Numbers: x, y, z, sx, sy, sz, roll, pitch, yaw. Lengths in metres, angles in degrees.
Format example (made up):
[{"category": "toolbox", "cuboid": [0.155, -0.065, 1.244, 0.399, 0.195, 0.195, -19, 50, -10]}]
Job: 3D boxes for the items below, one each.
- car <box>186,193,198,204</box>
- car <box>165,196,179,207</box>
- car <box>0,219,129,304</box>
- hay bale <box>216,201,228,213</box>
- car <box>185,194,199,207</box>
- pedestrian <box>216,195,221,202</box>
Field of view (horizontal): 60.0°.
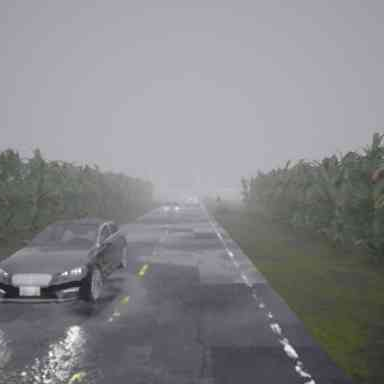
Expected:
[{"category": "car", "cuboid": [0.013, 1.143, 57.641, 2.097, 1.767, 4.553, 0, 0, 1]}, {"category": "car", "cuboid": [-2.821, 1.361, 47.518, 1.812, 1.442, 4.674, 0, 0, 0]}, {"category": "car", "cuboid": [-2.840, 1.469, 8.285, 2.128, 1.511, 4.902, 0, 0, 0]}, {"category": "hay bale", "cuboid": [3.126, 1.544, 34.754, 1.220, 1.180, 1.240, -1, 0, 0]}, {"category": "car", "cuboid": [0.042, 1.364, 47.129, 1.812, 1.442, 4.674, 0, 0, 1]}, {"category": "pedestrian", "cuboid": [2.833, 1.192, 35.859, 0.375, 1.860, 0.375, 1, 0, -3]}]
